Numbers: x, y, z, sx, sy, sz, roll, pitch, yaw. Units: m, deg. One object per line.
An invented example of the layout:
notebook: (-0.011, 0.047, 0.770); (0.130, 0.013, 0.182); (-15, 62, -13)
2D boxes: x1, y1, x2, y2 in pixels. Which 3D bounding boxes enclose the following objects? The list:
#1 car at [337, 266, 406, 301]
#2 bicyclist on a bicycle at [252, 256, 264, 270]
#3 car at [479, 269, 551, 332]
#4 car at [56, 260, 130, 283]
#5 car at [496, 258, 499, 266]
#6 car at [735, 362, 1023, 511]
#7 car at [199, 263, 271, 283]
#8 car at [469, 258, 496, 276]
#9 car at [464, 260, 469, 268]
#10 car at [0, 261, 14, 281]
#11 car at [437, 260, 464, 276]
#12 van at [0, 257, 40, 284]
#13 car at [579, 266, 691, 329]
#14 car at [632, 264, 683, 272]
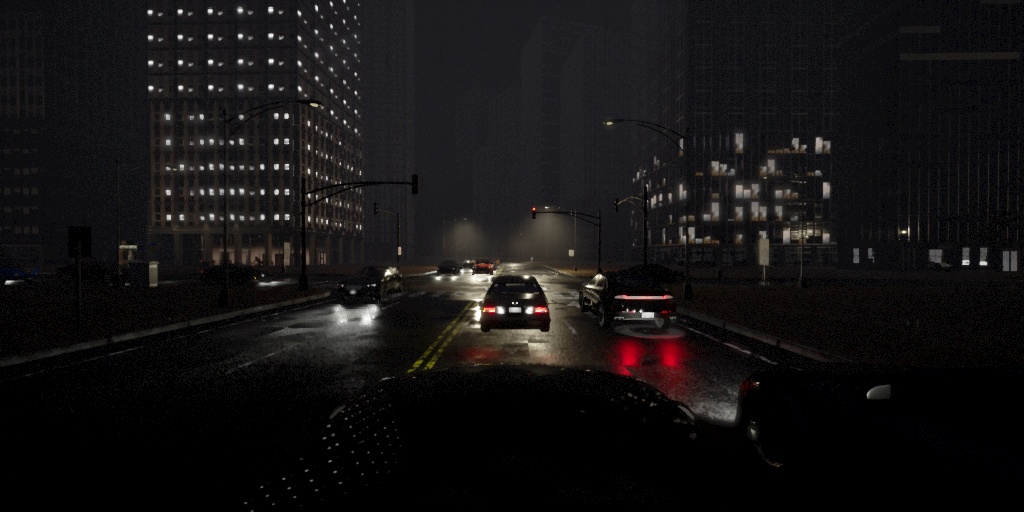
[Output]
car: (-6.598, 1.234, 17.326); (2.128, 1.511, 4.902); (0, 0, 0)
bicyclist on a bicycle: (-24.701, 0.867, 34.818); (0.582, 1.620, 1.656); (0, 1, 1)
car: (0.100, 1.294, 10.813); (2.033, 1.411, 5.357); (0, 0, 1)
car: (-30.078, 1.093, 26.217); (5.008, 1.535, 1.882); (0, 0, 2)
car: (-3.341, 1.054, 50.645); (2.097, 1.767, 4.553); (0, 0, 0)
car: (3.354, 1.314, 2.073); (1.994, 1.385, 4.181); (0, 0, 0)
car: (-19.986, 1.227, 25.964); (4.181, 1.385, 1.994); (0, 0, 1)
car: (-3.053, 1.077, 37.282); (2.097, 1.767, 4.553); (0, 0, -4)
car: (-6.590, 1.294, 54.609); (1.895, 1.301, 4.718); (0, 0, 0)
car: (-40.320, 1.092, 26.491); (4.674, 1.442, 1.812); (0, 0, 1)
car: (-6.594, 1.202, 37.756); (1.882, 1.535, 5.008); (0, 0, 0)
van: (-33.932, 0.959, 23.729); (3.998, 1.789, 1.690); (0, 0, 1)
car: (3.347, 1.238, 11.230); (2.128, 1.511, 4.902); (0, 0, 0)
car: (10.135, 1.306, 25.585); (4.892, 1.490, 1.837); (0, 1, 5)
